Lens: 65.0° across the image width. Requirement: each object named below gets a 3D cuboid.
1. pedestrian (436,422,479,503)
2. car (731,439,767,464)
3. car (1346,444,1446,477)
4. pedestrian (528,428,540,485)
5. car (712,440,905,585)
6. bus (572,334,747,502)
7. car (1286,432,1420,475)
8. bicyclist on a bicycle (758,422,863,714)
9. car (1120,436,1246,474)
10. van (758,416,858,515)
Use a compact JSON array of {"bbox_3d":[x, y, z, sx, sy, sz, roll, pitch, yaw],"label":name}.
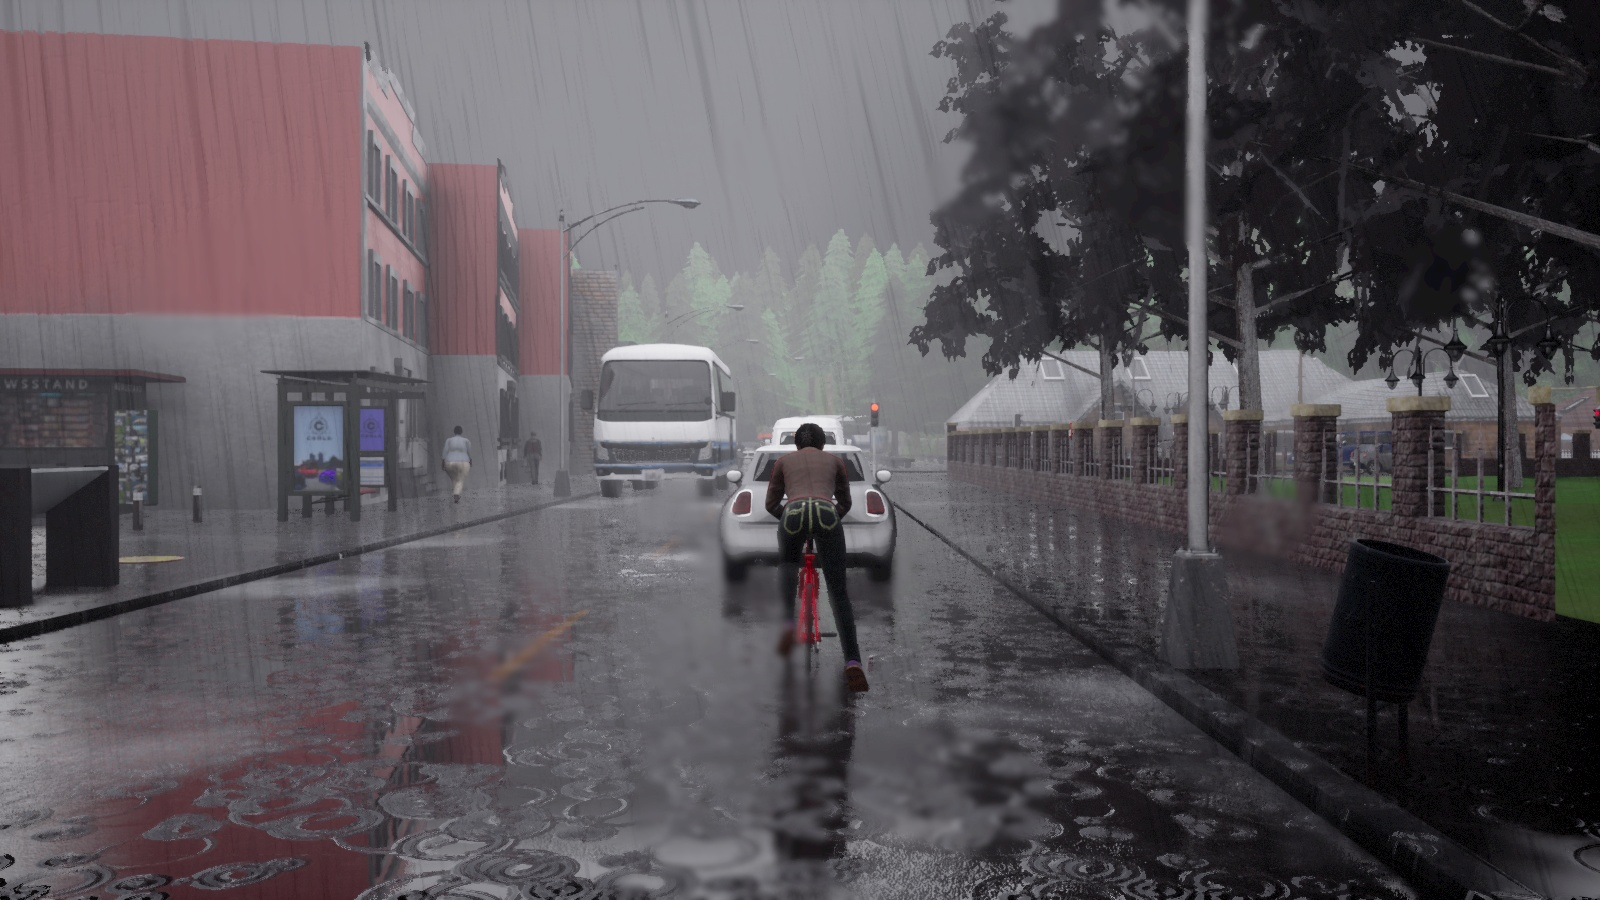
[{"bbox_3d":[-7.953,0.285,29.161,0.874,1.855,0.900,0,0,-10],"label":"pedestrian"},{"bbox_3d":[-3.462,0.104,85.928,2.242,1.667,4.611,0,0,1],"label":"car"},{"bbox_3d":[26.893,0.462,56.757,3.633,1.501,1.845,0,0,-1],"label":"car"},{"bbox_3d":[-8.859,0.213,41.876,0.376,1.854,0.720,0,0,-12],"label":"pedestrian"},{"bbox_3d":[0.104,0.629,14.715,1.970,1.475,3.806,0,0,0],"label":"car"},{"bbox_3d":[-3.787,-0.842,36.958,3.944,4.253,10.273,0,0,0],"label":"bus"},{"bbox_3d":[26.718,0.144,60.805,5.566,2.045,2.150,0,0,0],"label":"car"},{"bbox_3d":[0.062,0.655,7.794,0.582,1.620,1.656,0,0,0],"label":"bicyclist on a bicycle"},{"bbox_3d":[17.275,0.218,56.805,5.027,1.651,2.152,0,0,-1],"label":"car"},{"bbox_3d":[0.184,0.311,28.196,2.069,2.038,4.480,0,0,1],"label":"van"}]
